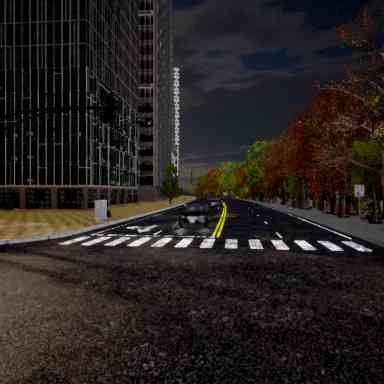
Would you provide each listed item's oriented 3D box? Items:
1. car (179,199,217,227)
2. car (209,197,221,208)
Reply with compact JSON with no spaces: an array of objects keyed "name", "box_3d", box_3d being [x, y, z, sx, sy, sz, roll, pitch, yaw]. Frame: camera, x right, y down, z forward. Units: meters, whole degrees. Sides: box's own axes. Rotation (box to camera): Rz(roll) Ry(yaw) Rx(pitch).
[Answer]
[{"name":"car","box_3d":[0.307,1.502,22.819,2.128,1.511,4.902,0,0,7]},{"name":"car","box_3d":[3.244,1.500,49.392,2.128,1.511,4.902,0,0,6]}]
